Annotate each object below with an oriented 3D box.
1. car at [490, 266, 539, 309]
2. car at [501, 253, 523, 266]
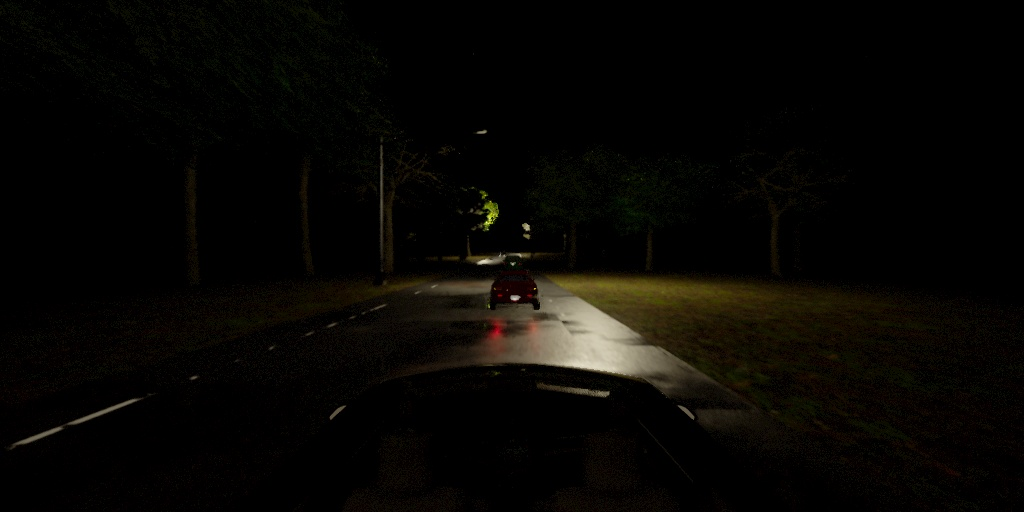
[{"bbox_3d":[0.100,1.307,14.952,1.812,1.442,4.674,0,0,0],"label":"car"},{"bbox_3d":[0.094,0.960,40.782,2.150,2.045,5.566,0,1,0],"label":"car"}]
